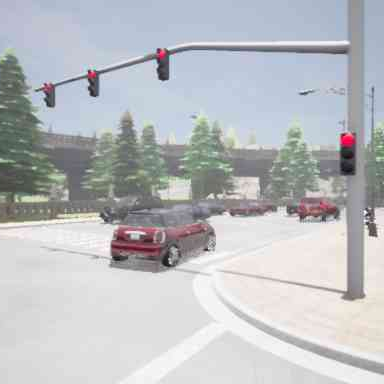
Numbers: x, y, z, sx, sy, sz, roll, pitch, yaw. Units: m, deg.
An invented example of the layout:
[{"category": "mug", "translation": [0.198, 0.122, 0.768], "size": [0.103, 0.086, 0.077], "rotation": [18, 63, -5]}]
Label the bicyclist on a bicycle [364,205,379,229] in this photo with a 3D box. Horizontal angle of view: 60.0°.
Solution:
[{"category": "bicyclist on a bicycle", "translation": [10.310, 1.431, 20.007], "size": [1.656, 1.620, 0.582], "rotation": [0, -1, 34]}]

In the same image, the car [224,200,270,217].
[{"category": "car", "translation": [5.632, 1.793, 33.520], "size": [1.895, 1.301, 4.718], "rotation": [0, 0, 41]}]

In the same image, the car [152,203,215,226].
[{"category": "car", "translation": [-0.513, 1.655, 25.348], "size": [2.033, 1.411, 5.357], "rotation": [0, 0, 34]}]

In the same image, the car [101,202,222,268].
[{"category": "car", "translation": [-0.802, 1.370, 11.775], "size": [2.097, 1.767, 4.553], "rotation": [0, 0, 25]}]

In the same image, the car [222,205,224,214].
[{"category": "car", "translation": [1.547, 1.721, 34.049], "size": [2.033, 1.411, 5.357], "rotation": [0, 0, 37]}]

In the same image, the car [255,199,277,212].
[{"category": "car", "translation": [8.339, 1.604, 40.720], "size": [4.553, 1.767, 2.097], "rotation": [1, 0, -37]}]

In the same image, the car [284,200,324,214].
[{"category": "car", "translation": [13.611, 1.782, 40.283], "size": [4.892, 1.490, 1.837], "rotation": [1, 0, -31]}]

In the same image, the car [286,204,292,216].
[{"category": "car", "translation": [11.823, 1.709, 34.634], "size": [5.008, 1.535, 1.882], "rotation": [1, -1, -42]}]

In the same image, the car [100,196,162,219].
[{"category": "car", "translation": [-4.462, 1.310, 25.750], "size": [2.150, 2.045, 5.566], "rotation": [0, 0, 35]}]

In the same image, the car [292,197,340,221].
[{"category": "car", "translation": [11.186, 1.415, 29.207], "size": [2.150, 2.045, 5.566], "rotation": [0, -1, 40]}]
